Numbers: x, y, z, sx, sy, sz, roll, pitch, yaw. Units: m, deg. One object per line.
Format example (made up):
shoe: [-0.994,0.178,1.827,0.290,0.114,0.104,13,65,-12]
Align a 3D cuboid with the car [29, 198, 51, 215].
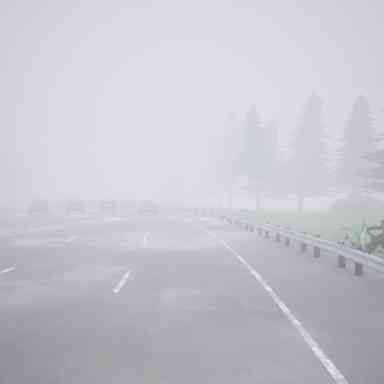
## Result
car: [-15.848,1.547,34.619,2.033,1.411,5.357,0,0,-21]

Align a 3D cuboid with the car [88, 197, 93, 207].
car: [-15.075,1.526,49.195,1.812,1.442,4.674,0,0,-29]

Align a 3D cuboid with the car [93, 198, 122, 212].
car: [-9.824,1.492,38.404,2.128,1.511,4.902,0,0,-22]

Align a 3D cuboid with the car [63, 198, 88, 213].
car: [-13.077,1.477,37.101,1.882,1.535,5.008,0,0,-22]

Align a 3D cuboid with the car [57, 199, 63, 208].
car: [-17.874,1.601,47.082,1.895,1.301,4.718,0,0,-29]

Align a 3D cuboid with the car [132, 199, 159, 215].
car: [-4.704,1.564,34.338,1.994,1.385,4.181,0,0,-17]

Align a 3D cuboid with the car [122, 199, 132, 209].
car: [-8.751,1.601,44.572,1.895,1.301,4.718,0,0,-25]

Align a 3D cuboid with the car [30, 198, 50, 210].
car: [-20.201,1.547,44.088,2.033,1.411,5.357,0,0,-29]

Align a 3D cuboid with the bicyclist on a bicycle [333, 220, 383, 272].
bicyclist on a bicycle: [4.966,1.329,9.127,1.620,0.582,1.656,-29,45,-16]
